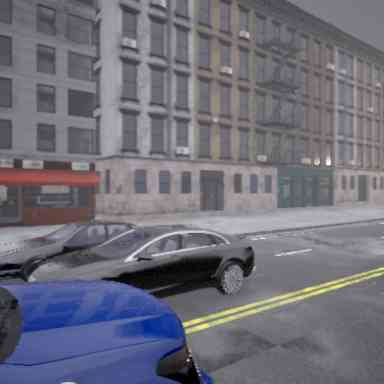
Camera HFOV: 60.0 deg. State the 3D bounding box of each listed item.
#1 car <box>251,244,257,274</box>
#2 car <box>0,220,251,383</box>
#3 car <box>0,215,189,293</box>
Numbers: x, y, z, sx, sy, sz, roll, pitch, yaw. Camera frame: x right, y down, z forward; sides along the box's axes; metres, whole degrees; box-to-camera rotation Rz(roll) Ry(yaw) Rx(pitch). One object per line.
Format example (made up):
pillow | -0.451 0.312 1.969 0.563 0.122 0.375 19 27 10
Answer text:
car | -0.781 1.484 7.117 4.902 1.511 2.128 0 0 -35
car | -2.478 1.226 1.672 5.566 2.045 2.150 0 0 -35
car | -2.859 1.540 9.629 5.357 1.411 2.033 0 0 -35
